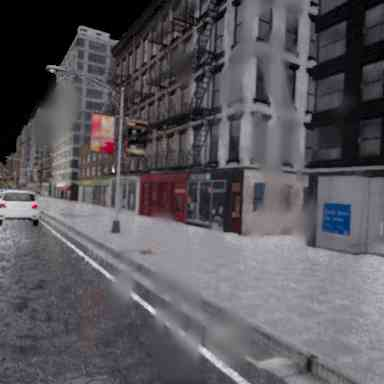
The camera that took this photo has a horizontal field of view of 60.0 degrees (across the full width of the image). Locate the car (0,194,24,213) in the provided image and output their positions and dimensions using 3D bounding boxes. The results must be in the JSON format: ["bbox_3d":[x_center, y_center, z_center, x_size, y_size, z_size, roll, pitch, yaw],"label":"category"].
[{"bbox_3d":[-17.186,1.032,31.327,2.033,1.411,5.357,3,-1,-30],"label":"car"}]

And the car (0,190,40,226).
[{"bbox_3d":[-10.746,0.904,20.468,2.150,2.045,5.566,3,-1,-30],"label":"car"}]
